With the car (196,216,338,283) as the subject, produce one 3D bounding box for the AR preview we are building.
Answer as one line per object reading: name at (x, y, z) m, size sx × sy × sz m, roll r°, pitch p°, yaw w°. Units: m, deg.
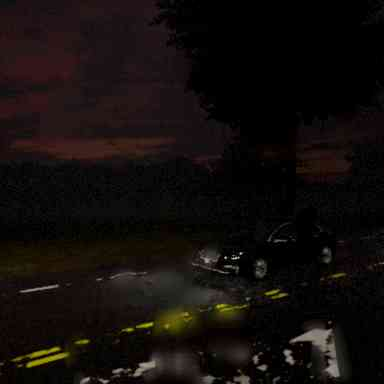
car at (2.374, 1.518, 9.866) m, size 4.892 × 1.490 × 1.837 m, roll 0°, pitch 0°, yaw -36°
